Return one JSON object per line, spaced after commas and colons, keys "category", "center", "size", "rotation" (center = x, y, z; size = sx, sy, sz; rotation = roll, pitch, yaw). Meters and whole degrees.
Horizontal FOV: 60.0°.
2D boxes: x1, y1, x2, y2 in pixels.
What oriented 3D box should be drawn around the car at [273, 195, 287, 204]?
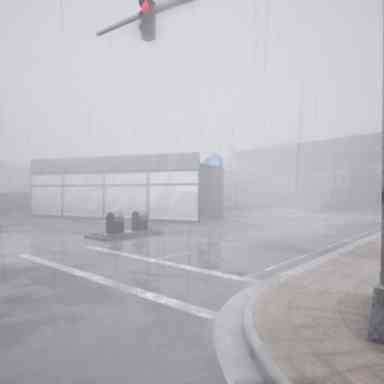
{"category": "car", "center": [15.157, 1.442, 59.530], "size": [2.242, 1.667, 4.611], "rotation": [0, 0, 40]}
